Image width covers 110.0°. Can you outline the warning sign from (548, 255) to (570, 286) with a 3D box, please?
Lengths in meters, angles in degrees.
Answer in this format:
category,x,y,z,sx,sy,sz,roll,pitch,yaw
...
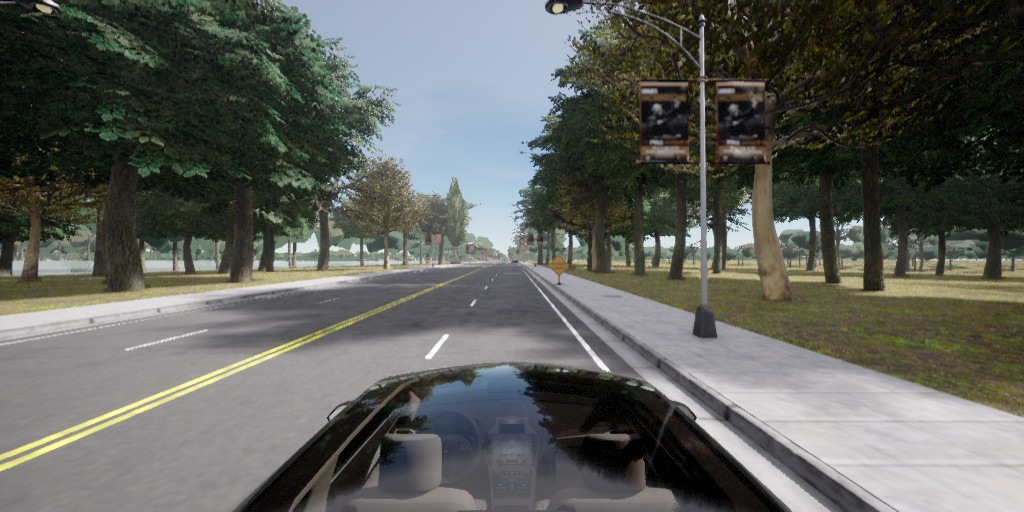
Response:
category,x,y,z,sx,sy,sz,roll,pitch,yaw
warning sign,2.850,0.865,21.599,1.300,1.860,1.060,0,0,0
